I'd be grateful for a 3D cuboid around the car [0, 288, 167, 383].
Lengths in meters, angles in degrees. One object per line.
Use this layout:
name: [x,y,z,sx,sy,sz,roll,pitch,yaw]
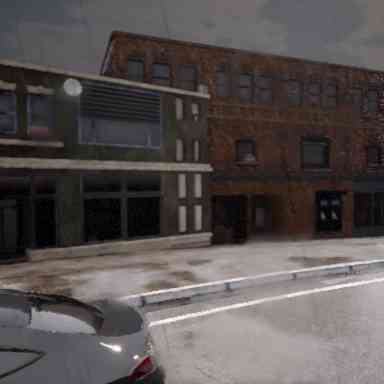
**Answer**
car: [-2.386,1.488,2.088,4.674,1.442,1.812,0,0,-34]
